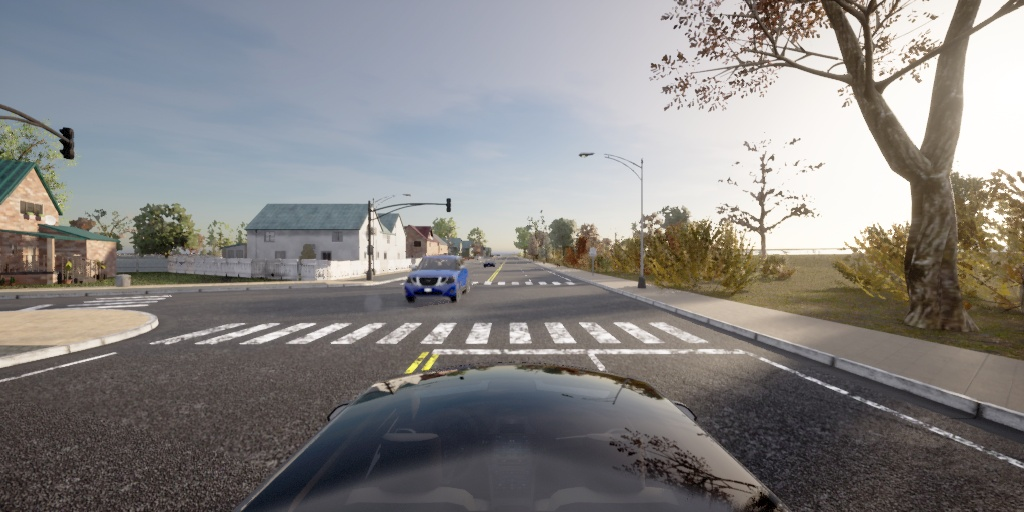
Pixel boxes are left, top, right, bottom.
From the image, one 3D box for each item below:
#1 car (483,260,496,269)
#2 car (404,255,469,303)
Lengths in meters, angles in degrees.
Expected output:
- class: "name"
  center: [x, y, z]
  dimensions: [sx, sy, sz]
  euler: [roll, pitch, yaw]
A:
- class: "car"
  center: [-3.565, 1.310, 56.936]
  dimensions: [1.895, 1.301, 4.718]
  euler: [0, 0, 0]
- class: "car"
  center: [-3.334, 0.981, 16.914]
  dimensions: [2.150, 2.045, 5.566]
  euler: [0, 0, 0]
